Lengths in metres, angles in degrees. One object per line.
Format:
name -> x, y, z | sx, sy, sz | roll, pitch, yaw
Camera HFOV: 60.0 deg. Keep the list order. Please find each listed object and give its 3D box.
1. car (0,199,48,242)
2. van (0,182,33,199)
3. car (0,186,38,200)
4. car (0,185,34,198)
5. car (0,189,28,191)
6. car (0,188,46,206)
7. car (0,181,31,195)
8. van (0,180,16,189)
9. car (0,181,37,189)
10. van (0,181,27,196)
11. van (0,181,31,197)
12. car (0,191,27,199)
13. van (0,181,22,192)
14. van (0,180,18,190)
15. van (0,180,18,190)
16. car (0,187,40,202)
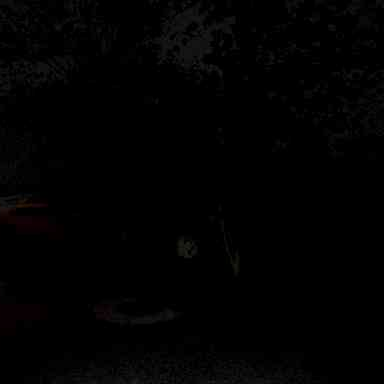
car -> -6.979, 1.279, 15.292 | 5.008, 1.535, 2.097 | 1, 2, -30
van -> -22.401, -0.225, 41.360 | 4.442, 1.987, 1.878 | 1, 2, -31
car -> -20.898, 0.134, 39.064 | 4.792, 1.488, 2.163 | 1, 2, -30
car -> -23.721, -0.097, 43.823 | 5.008, 1.535, 2.097 | 1, 1, -30
car -> -12.678, 0.798, 24.641 | 5.366, 1.575, 1.946 | 1, 2, -30
car -> -16.746, 0.473, 31.880 | 4.792, 1.488, 2.163 | 1, 2, -30
car -> -27.947, -0.636, 50.962 | 5.566, 2.045, 2.435 | 1, 1, -30
van -> -43.515, -1.672, 77.292 | 4.442, 1.987, 1.878 | 1, 1, -30
car -> -15.286, 0.314, 29.515 | 5.566, 2.045, 2.435 | 1, 2, -30
van -> -26.623, -0.516, 48.531 | 4.442, 1.987, 1.878 | 1, 1, -30
van -> -25.020, -0.416, 46.262 | 4.442, 1.987, 1.878 | 1, 1, -30
car -> -8.345, 1.034, 17.695 | 4.553, 1.767, 2.185 | 1, 2, -30
van -> -34.898, -1.092, 63.081 | 4.442, 1.987, 1.878 | 1, 1, -30
van -> -40.506, -1.476, 72.629 | 4.442, 1.987, 1.878 | 1, 1, -30
van -> -41.845, -1.568, 74.909 | 4.442, 1.987, 1.878 | 1, 1, -30
car -> -19.563, 0.237, 36.790 | 4.792, 1.488, 2.163 | 1, 2, -30
